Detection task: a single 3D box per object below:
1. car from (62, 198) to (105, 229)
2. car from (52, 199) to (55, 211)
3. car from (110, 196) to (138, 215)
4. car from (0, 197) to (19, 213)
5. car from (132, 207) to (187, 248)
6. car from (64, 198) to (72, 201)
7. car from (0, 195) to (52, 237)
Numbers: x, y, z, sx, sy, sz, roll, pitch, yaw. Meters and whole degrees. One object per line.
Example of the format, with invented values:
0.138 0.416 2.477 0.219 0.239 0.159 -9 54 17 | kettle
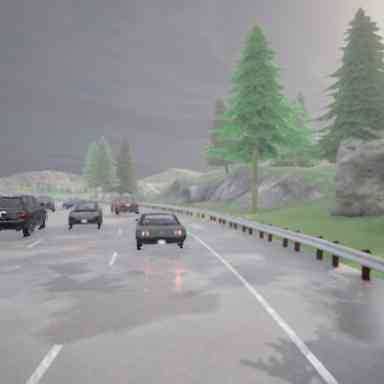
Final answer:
-6.603 1.392 20.952 2.128 1.511 4.902 0 0 -14 | car
-16.390 1.188 36.612 2.097 1.767 4.553 0 1 -27 | car
-6.479 1.196 31.603 2.097 1.767 4.553 0 0 -21 | car
-20.181 1.332 36.360 2.128 1.511 4.902 0 0 -28 | car
-1.498 1.527 14.334 1.895 1.301 4.718 0 0 -10 | car
-14.544 1.373 40.542 1.994 1.385 4.181 0 0 -29 | car
-9.250 1.144 17.546 2.150 2.045 5.566 0 0 -13 | car
